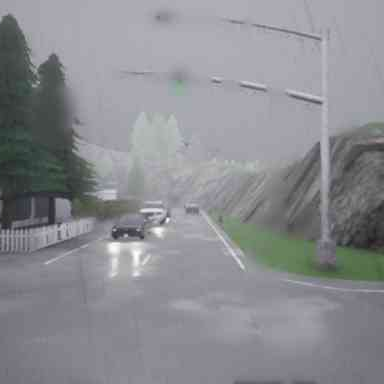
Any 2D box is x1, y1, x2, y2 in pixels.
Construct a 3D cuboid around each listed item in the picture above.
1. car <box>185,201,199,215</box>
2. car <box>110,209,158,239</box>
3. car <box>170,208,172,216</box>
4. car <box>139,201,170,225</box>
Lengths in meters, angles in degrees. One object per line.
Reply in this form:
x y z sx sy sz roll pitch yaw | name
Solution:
0.076 2.511 49.461 1.882 1.535 5.008 0 -1 0 | car
-3.596 2.037 20.809 2.033 1.411 5.357 0 -1 0 | car
-3.554 2.432 41.809 2.033 1.411 5.357 0 -1 0 | car
-3.589 1.906 31.169 2.150 2.045 5.566 0 -1 0 | car
